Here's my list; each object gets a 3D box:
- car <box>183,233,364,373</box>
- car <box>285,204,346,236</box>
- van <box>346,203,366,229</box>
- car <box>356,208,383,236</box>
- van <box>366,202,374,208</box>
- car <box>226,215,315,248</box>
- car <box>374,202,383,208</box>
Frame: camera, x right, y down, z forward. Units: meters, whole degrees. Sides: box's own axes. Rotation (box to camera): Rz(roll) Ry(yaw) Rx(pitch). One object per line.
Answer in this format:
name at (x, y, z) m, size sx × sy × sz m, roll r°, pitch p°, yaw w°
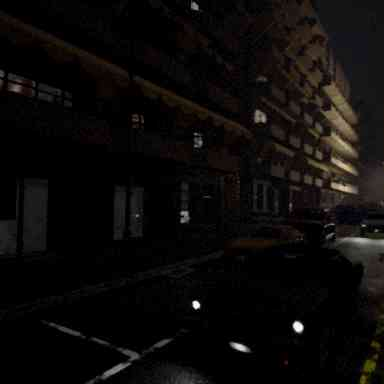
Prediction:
car at (1.846, 1.722, 6.116) m, size 1.895 × 1.301 × 4.718 m, roll -1°, pitch -1°, yaw 34°
car at (6.043, 1.650, 16.874) m, size 2.192 × 1.841 × 5.009 m, roll 1°, pitch 0°, yaw 34°
van at (12.231, 1.870, 26.036) m, size 1.690 × 1.788 × 3.998 m, roll 1°, pitch 0°, yaw 34°
car at (11.728, 1.952, 20.750) m, size 1.812 × 1.442 × 4.674 m, roll -1°, pitch -1°, yaw 34°
van at (15.326, 1.971, 30.620) m, size 1.690 × 1.788 × 3.998 m, roll 1°, pitch 0°, yaw 34°
car at (2.847, 1.762, 12.149) m, size 1.752 × 1.417 × 4.829 m, roll 1°, pitch 0°, yaw 34°
car at (21.517, 2.151, 39.784) m, size 2.192 × 1.841 × 5.009 m, roll 1°, pitch 0°, yaw 34°
